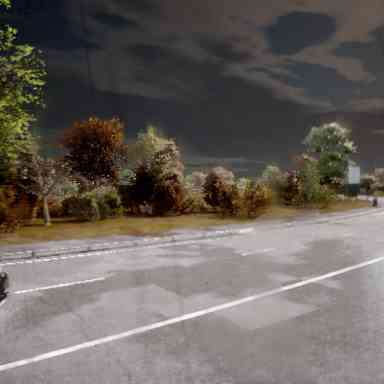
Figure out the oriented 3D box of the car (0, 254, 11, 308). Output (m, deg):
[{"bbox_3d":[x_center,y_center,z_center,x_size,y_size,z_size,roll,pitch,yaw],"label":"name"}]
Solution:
[{"bbox_3d":[-5.314,1.513,4.615,4.902,1.511,2.128,0,0,-36],"label":"car"}]
